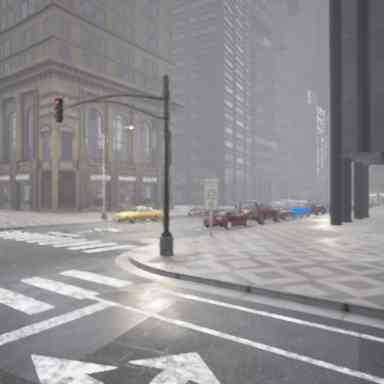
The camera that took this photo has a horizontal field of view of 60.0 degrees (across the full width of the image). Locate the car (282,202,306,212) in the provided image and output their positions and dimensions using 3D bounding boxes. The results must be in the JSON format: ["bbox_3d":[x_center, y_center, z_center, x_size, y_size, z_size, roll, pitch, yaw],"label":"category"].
[{"bbox_3d":[15.943,2.275,51.899,2.033,1.411,5.357,0,-1,36],"label":"car"}]

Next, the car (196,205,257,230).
[{"bbox_3d":[2.493,1.833,23.258,1.887,1.381,4.507,-1,-1,36],"label":"car"}]

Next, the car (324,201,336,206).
[{"bbox_3d":[33.823,2.766,81.601,1.802,1.307,4.206,-1,-1,36],"label":"car"}]

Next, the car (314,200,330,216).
[{"bbox_3d":[14.366,1.879,39.788,2.192,1.841,5.009,-1,-1,36],"label":"car"}]

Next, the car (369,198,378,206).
[{"bbox_3d":[41.057,2.713,77.061,2.008,1.369,4.403,-1,-1,36],"label":"car"}]

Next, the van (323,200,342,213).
[{"bbox_3d":[20.303,2.041,48.050,1.690,1.788,3.998,-1,-1,36],"label":"van"}]

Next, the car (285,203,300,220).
[{"bbox_3d":[8.430,2.009,31.520,1.802,1.307,4.206,-1,-1,36],"label":"car"}]

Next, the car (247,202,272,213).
[{"bbox_3d":[9.801,2.193,48.090,1.887,1.381,4.507,-1,-1,36],"label":"car"}]

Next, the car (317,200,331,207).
[{"bbox_3d":[30.690,2.662,77.232,1.887,1.381,4.507,-1,-1,36],"label":"car"}]

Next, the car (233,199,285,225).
[{"bbox_3d":[5.460,1.673,27.394,2.192,1.841,5.009,-1,-1,36],"label":"car"}]

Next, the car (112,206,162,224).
[{"bbox_3d":[-4.530,1.841,28.097,1.752,1.417,4.829,-1,-1,36],"label":"car"}]

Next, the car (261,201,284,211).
[{"bbox_3d":[12.647,2.153,52.063,1.967,1.590,4.097,-1,-1,36],"label":"car"}]

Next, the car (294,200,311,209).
[{"bbox_3d":[21.290,2.350,64.121,1.967,1.590,4.097,-1,-1,36],"label":"car"}]

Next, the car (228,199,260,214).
[{"bbox_3d":[6.953,1.897,44.124,2.192,1.841,5.009,-1,-1,36],"label":"car"}]

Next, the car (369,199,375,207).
[{"bbox_3d":[38.027,2.663,72.833,1.947,1.339,4.313,-1,-1,36],"label":"car"}]

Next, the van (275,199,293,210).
[{"bbox_3d":[15.493,2.119,56.036,1.690,1.788,3.998,-1,-1,36],"label":"van"}]

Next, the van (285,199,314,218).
[{"bbox_3d":[11.397,1.837,35.656,1.690,1.788,3.998,-1,-1,36],"label":"van"}]

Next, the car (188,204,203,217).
[{"bbox_3d":[1.262,2.001,36.177,2.008,1.369,4.403,-1,-1,36],"label":"car"}]
